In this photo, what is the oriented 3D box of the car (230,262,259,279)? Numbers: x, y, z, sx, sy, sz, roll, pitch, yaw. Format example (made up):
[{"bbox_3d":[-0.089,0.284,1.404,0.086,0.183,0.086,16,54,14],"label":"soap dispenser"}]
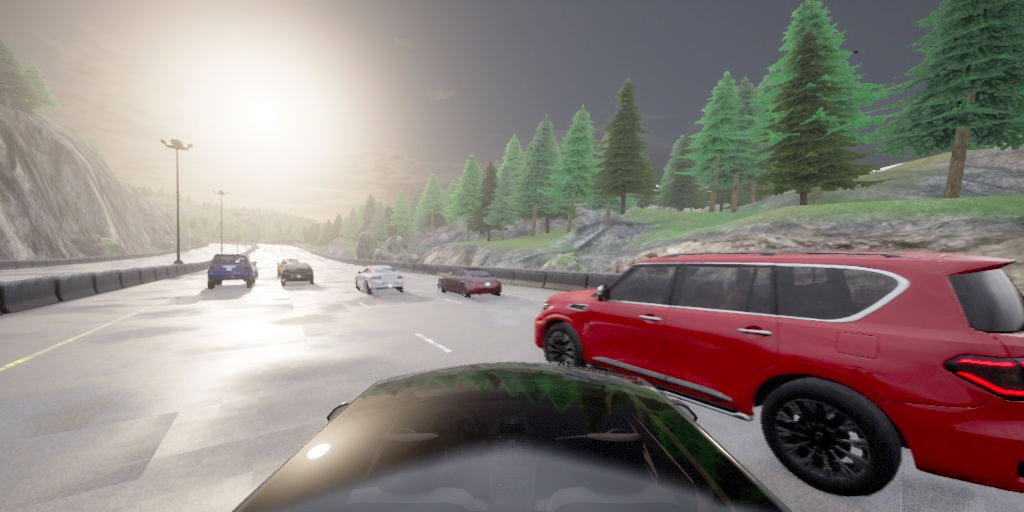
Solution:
[{"bbox_3d":[-24.657,1.278,33.196,1.895,1.301,4.718,0,0,-34],"label":"car"}]

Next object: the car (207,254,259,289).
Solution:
[{"bbox_3d":[-18.016,0.911,23.214,2.150,2.045,5.566,0,-1,-33],"label":"car"}]

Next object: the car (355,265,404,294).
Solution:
[{"bbox_3d":[-7.419,1.246,19.966,1.812,1.442,4.674,0,0,-34],"label":"car"}]

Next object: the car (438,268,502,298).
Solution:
[{"bbox_3d":[-2.264,1.295,18.544,1.994,1.385,4.181,0,0,-34],"label":"car"}]

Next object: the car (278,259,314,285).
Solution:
[{"bbox_3d":[-15.329,1.179,25.518,1.882,1.535,5.008,0,0,-34],"label":"car"}]

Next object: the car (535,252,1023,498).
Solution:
[{"bbox_3d":[2.630,0.973,4.897,2.150,2.045,5.566,0,0,-34],"label":"car"}]

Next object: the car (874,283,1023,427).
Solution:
[{"bbox_3d":[7.561,1.254,3.812,2.128,1.511,4.902,0,0,-34],"label":"car"}]
